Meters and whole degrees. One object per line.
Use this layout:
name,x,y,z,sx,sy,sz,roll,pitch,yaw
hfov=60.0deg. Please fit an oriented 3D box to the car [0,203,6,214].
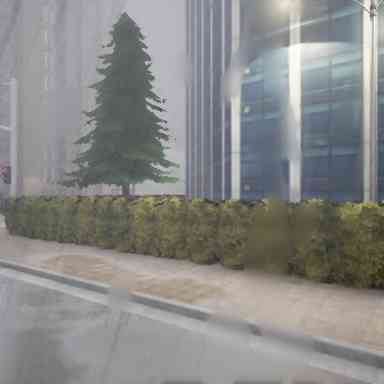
car,-17.448,1.355,34.108,2.097,1.767,4.553,0,0,36
